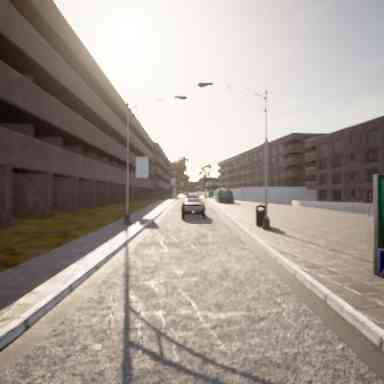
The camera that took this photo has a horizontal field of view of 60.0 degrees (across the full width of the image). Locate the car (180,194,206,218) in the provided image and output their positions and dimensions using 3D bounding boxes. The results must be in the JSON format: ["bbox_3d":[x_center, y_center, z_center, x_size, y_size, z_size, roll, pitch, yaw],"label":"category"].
[{"bbox_3d":[0.104,1.196,26.684,2.128,1.511,4.902,0,1,0],"label":"car"}]
